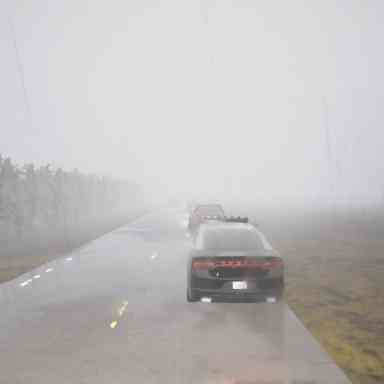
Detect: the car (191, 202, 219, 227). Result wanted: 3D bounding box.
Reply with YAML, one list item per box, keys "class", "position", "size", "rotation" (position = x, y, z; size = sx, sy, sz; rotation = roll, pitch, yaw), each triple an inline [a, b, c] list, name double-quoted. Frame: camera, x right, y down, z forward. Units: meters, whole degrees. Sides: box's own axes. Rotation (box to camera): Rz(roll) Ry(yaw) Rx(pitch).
- class: "car"
  position: [0.868, 1.542, 24.282]
  size: [1.837, 1.490, 4.892]
  rotation: [0, 0, 0]

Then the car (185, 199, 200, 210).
- class: "car"
  position: [0.109, 1.671, 46.004]
  size: [2.033, 1.411, 5.357]
  rotation: [0, 0, 1]

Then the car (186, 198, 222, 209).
- class: "car"
  position: [0.856, 1.371, 18.253]
  size: [2.097, 1.767, 4.553]
  rotation: [0, 0, 0]

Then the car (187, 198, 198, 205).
- class: "car"
  position: [0.113, 1.773, 63.352]
  size: [1.994, 1.385, 4.181]
  rotation: [0, 0, 0]

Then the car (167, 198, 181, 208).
- class: "car"
  position: [-2.661, 1.646, 49.917]
  size: [1.837, 1.490, 4.892]
  rotation: [0, 0, 0]

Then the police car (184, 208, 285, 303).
- class: "police car"
  position: [0.840, 1.429, 8.391]
  size: [1.930, 1.638, 5.238]
  rotation: [0, 0, 0]
